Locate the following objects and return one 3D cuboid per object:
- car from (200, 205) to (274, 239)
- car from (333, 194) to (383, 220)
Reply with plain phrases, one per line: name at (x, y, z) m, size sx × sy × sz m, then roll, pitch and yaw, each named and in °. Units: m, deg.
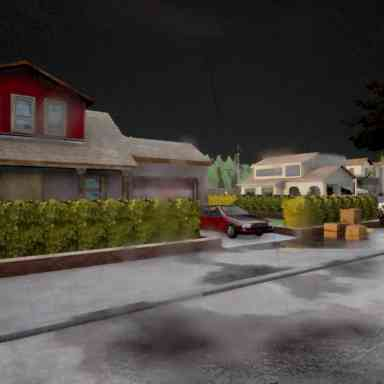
car at (1.536, 1.356, 16.530) m, size 2.033 × 1.415 × 5.357 m, roll 0°, pitch 0°, yaw -33°
car at (14.509, 1.221, 28.407) m, size 2.150 × 2.045 × 5.566 m, roll 0°, pitch 0°, yaw -36°
